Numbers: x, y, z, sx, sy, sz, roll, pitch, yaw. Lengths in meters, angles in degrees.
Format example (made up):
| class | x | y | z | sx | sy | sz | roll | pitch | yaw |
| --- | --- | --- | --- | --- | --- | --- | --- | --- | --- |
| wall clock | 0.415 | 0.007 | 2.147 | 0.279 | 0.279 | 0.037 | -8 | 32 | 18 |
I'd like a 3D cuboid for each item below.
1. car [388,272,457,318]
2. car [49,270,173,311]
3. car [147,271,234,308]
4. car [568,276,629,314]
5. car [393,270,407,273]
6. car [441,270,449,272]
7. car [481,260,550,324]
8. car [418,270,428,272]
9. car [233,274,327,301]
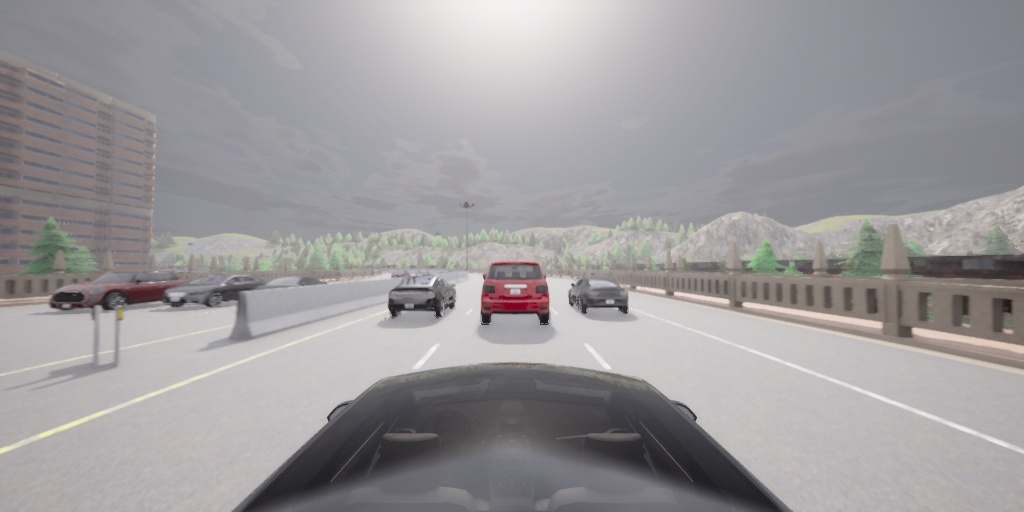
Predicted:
| class | x | y | z | sx | sy | sz | roll | pitch | yaw |
| --- | --- | --- | --- | --- | --- | --- | --- | --- | --- |
| car | -3.400 | 1.521 | 14.314 | 2.128 | 1.511 | 4.902 | 0 | -2 | 0 |
| car | -17.600 | 1.450 | 16.417 | 2.097 | 1.767 | 4.553 | 0 | -2 | 0 |
| car | -14.099 | 1.623 | 17.463 | 2.128 | 1.511 | 4.902 | 0 | -2 | 0 |
| car | 3.600 | 1.593 | 15.455 | 1.812 | 1.442 | 4.674 | 0 | -2 | 0 |
| car | -17.918 | 2.923 | 57.682 | 1.882 | 1.535 | 5.008 | 0 | -2 | -4 |
| car | -10.992 | 3.026 | 58.232 | 1.994 | 1.385 | 4.181 | 0 | -2 | -4 |
| car | 0.100 | 1.208 | 13.032 | 2.150 | 2.045 | 5.566 | 0 | -2 | 0 |
| car | -14.455 | 2.941 | 57.814 | 2.128 | 1.511 | 4.902 | 0 | -2 | -4 |
| car | -10.599 | 1.651 | 17.267 | 1.812 | 1.442 | 4.674 | 0 | -2 | 0 |
